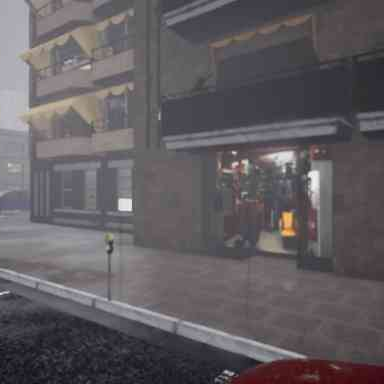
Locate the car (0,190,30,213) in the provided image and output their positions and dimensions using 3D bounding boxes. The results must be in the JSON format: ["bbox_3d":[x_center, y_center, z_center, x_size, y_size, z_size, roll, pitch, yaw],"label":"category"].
[{"bbox_3d":[-16.003,0.844,29.623,2.150,2.045,5.566,0,1,36],"label":"car"}]

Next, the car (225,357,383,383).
[{"bbox_3d":[1.957,1.587,1.481,4.206,1.307,1.802,0,0,36],"label":"car"}]

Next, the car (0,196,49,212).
[{"bbox_3d":[-16.761,1.152,33.011,1.947,1.339,4.313,1,1,35],"label":"car"}]
